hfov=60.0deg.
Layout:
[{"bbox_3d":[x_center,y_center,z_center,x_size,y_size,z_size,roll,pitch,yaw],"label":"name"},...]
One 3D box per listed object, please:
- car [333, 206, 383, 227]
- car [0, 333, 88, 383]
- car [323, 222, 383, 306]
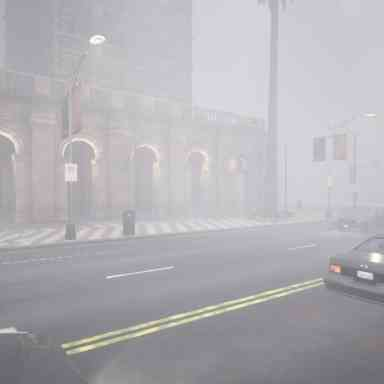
[{"bbox_3d":[10.871,1.547,20.337,5.357,1.411,2.033,0,0,-35],"label":"car"},{"bbox_3d":[-3.163,1.547,1.484,5.357,1.411,2.033,0,0,-36],"label":"car"},{"bbox_3d":[5.170,1.547,7.464,5.357,1.411,2.033,0,0,-35],"label":"car"}]
